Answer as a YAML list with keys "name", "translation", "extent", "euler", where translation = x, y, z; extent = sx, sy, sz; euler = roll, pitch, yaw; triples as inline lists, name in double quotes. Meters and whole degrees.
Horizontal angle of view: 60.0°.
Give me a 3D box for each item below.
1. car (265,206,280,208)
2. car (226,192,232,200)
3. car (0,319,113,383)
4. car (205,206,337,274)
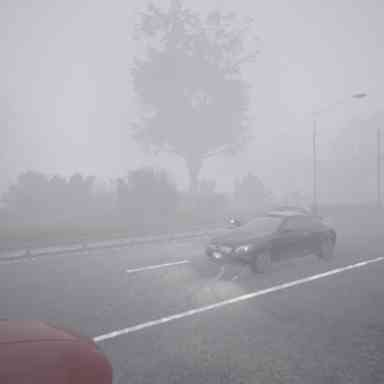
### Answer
- name: "car"
  translation: [3.950, 1.342, 15.405]
  extent: [4.718, 1.301, 1.895]
  euler: [-2, 1, -35]
- name: "car"
  translation: [6.233, 0.699, 57.749]
  extent: [1.994, 1.385, 4.181]
  euler: [-1, 1, -33]
- name: "car"
  translation: [-2.876, 1.509, 1.699]
  extent: [5.008, 1.535, 1.882]
  euler: [-1, 0, -35]
- name: "car"
  translation: [2.558, 1.357, 10.116]
  extent: [4.674, 1.442, 1.812]
  euler: [-2, 1, -35]
